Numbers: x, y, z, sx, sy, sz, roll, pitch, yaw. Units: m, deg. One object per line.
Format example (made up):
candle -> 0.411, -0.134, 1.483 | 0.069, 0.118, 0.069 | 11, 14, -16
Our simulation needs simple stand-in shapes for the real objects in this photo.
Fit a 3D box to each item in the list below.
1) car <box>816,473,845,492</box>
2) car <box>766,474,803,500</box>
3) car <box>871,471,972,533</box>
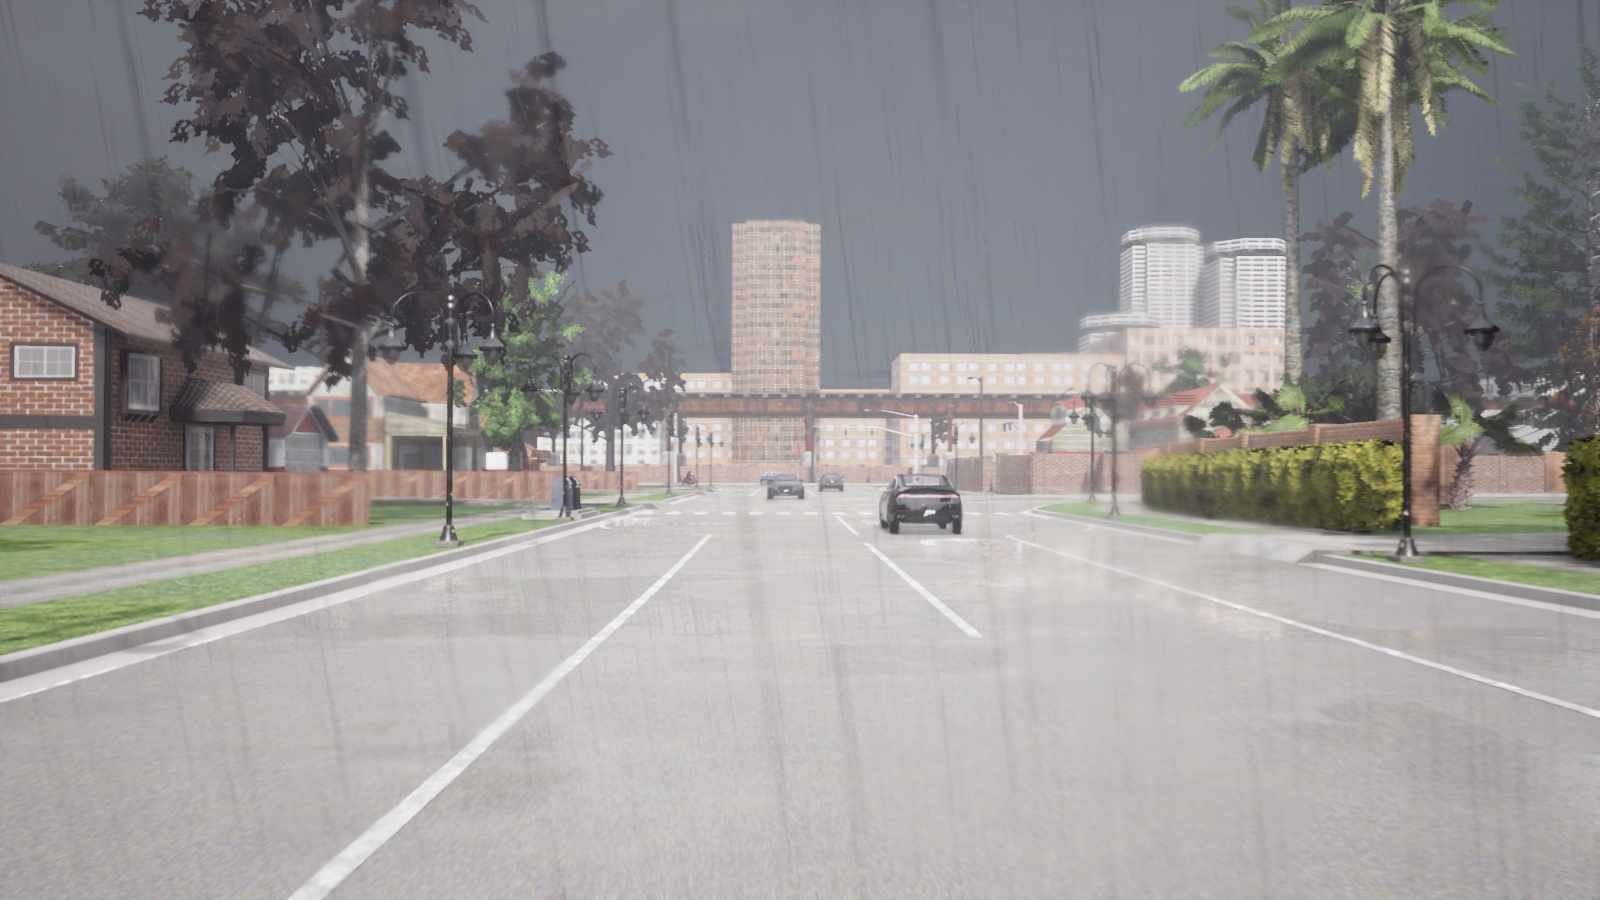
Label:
car -> 2.326, 2.487, 97.729 | 2.033, 1.411, 5.357 | 0, -1, -1
car -> -0.839, 2.052, 69.874 | 1.994, 1.385, 4.181 | 0, -1, -1
car -> 3.102, 1.312, 33.195 | 2.128, 1.511, 4.902 | 0, -1, -1
